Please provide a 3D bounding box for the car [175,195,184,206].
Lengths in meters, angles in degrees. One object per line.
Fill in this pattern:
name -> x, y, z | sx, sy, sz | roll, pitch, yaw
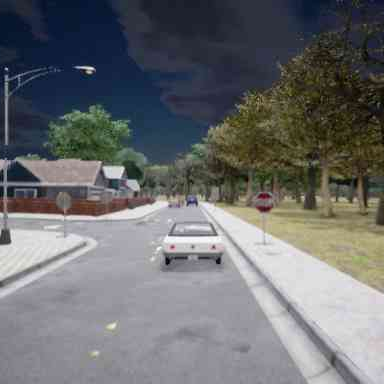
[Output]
car -> -2.736, 1.726, 68.808 | 2.150, 2.045, 5.566 | 0, 0, 0

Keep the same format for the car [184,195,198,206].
car -> 0.049, 1.700, 64.788 | 2.150, 2.045, 5.566 | 0, 0, 0

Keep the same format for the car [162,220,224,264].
car -> 0.049, 1.681, 12.120 | 1.895, 1.301, 4.718 | 0, 0, 0

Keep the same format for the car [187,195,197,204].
car -> 0.011, 1.638, 76.804 | 2.150, 2.045, 5.566 | 0, 0, -2

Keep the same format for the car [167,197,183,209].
car -> -2.813, 1.904, 53.296 | 1.812, 1.442, 4.674 | 0, -1, 0
